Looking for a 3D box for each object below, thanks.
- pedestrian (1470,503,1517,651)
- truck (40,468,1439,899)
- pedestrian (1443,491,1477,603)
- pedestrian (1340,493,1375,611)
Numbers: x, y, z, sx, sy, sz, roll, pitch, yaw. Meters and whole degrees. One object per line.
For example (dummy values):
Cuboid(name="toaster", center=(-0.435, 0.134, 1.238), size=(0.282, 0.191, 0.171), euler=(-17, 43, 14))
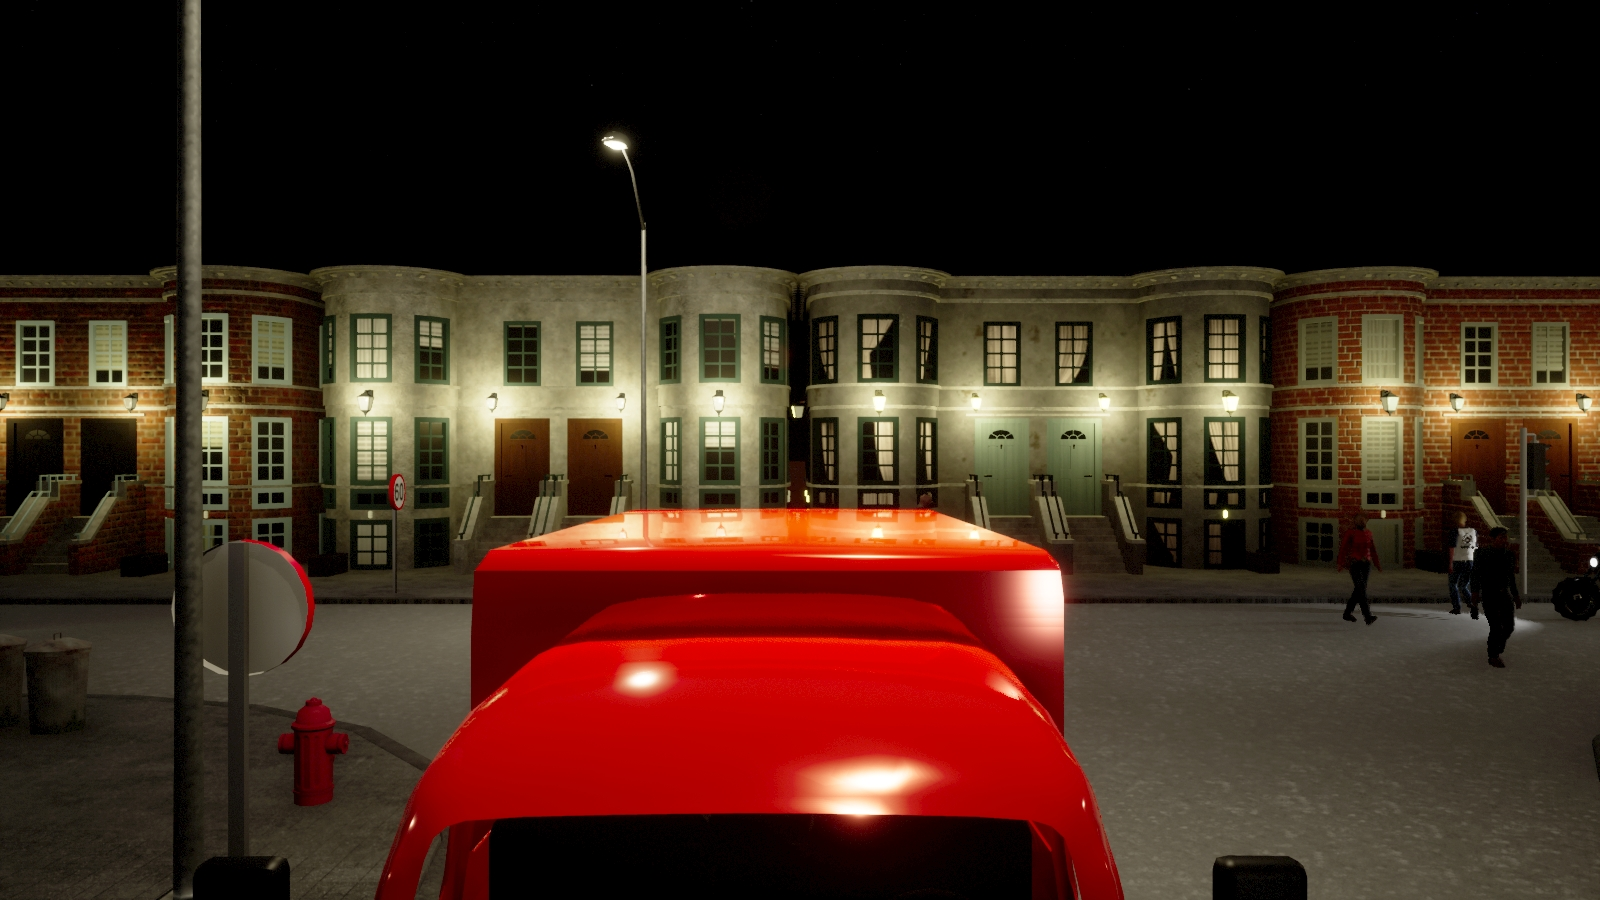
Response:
Cuboid(name="pedestrian", center=(8.946, 1.629, 14.741), size=(0.375, 1.860, 0.375), euler=(0, 0, -1))
Cuboid(name="truck", center=(-0.117, 1.348, 4.748), size=(2.627, 2.467, 5.204), euler=(0, 0, 0))
Cuboid(name="pedestrian", center=(11.119, 1.629, 19.259), size=(0.375, 1.860, 0.375), euler=(0, 0, 5))
Cuboid(name="pedestrian", center=(8.921, 1.628, 18.293), size=(0.375, 1.860, 0.375), euler=(0, 0, -1))
